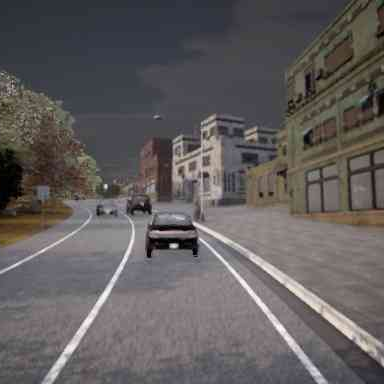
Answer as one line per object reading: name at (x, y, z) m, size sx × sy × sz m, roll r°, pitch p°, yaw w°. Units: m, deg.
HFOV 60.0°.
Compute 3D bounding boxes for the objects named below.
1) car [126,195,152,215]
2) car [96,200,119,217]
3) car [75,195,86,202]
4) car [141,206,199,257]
car at (-5.796, 1.339, 36.024) m, size 2.150 × 2.045 × 5.566 m, roll 2°, pitch -1°, yaw -18°
car at (-7.996, 1.521, 31.286) m, size 2.128 × 1.511 × 4.902 m, roll 1°, pitch 0°, yaw -16°
car at (-23.497, 1.281, 69.968) m, size 2.033 × 1.411 × 5.357 m, roll 2°, pitch 0°, yaw -21°
car at (-0.854, 1.523, 13.125) m, size 2.128 × 1.511 × 4.902 m, roll 1°, pitch 0°, yaw -6°
